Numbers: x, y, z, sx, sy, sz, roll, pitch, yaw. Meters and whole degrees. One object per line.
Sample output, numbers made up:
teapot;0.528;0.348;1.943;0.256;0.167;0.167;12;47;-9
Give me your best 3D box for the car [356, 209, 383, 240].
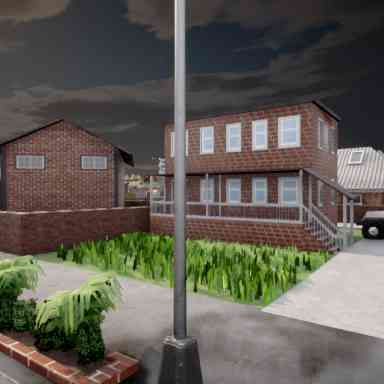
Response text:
car;8.470;0.973;12.606;3.866;1.878;1.905;0;0;36
